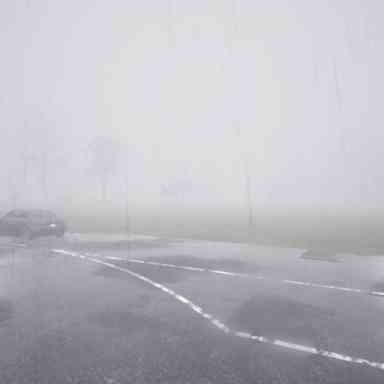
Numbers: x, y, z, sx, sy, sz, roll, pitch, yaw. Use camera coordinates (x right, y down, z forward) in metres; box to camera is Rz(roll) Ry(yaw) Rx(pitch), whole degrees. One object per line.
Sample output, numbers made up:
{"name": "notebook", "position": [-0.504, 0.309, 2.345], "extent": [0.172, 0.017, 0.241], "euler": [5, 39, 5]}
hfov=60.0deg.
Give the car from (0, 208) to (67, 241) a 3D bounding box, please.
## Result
{"name": "car", "position": [-8.141, 1.502, 16.326], "extent": [4.181, 1.385, 1.994], "euler": [0, 0, 30]}
